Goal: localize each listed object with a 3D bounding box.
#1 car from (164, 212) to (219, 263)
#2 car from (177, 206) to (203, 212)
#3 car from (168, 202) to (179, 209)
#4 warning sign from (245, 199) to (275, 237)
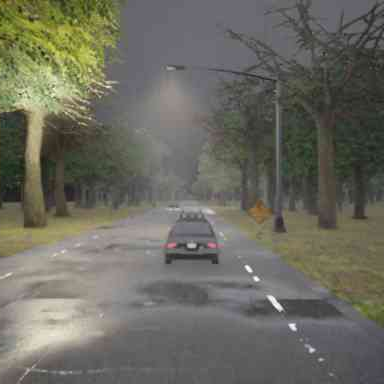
[{"bbox_3d":[0.001,1.701,12.559,2.033,1.411,5.357,0,-1,0],"label":"car"},{"bbox_3d":[0.001,1.964,28.290,1.895,1.301,4.718,0,-1,0],"label":"car"},{"bbox_3d":[-3.552,2.588,64.651,1.994,1.385,4.181,0,-1,1],"label":"car"},{"bbox_3d":[3.520,1.331,17.356,1.300,1.860,1.060,-1,-2,0],"label":"warning sign"}]
